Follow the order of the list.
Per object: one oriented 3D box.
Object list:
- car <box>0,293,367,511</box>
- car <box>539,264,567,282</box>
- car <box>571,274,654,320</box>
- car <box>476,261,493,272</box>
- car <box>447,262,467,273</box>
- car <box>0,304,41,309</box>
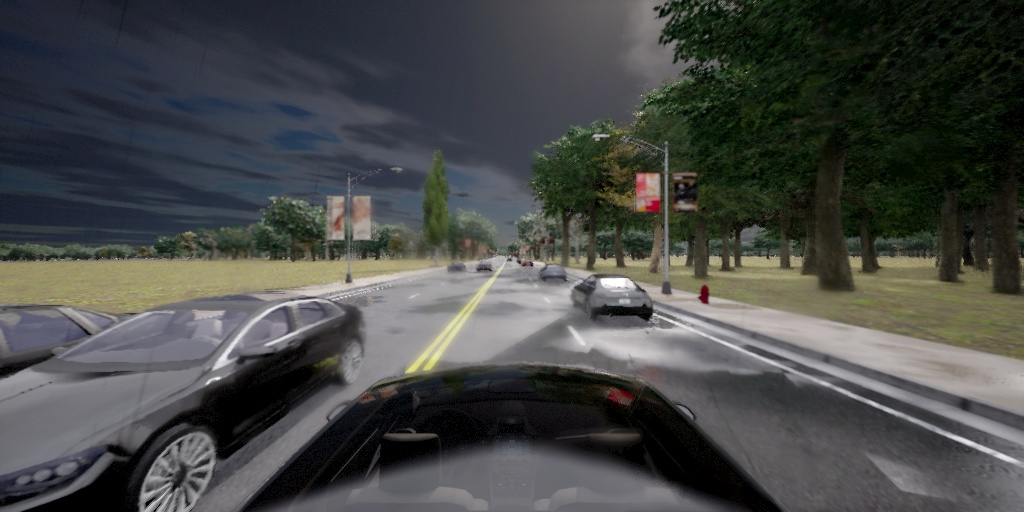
[{"bbox_3d":[-3.350,1.242,4.131,2.128,1.511,4.902,0,0,0],"label":"car"},{"bbox_3d":[3.312,1.315,29.343,1.994,1.385,4.181,0,0,0],"label":"car"},{"bbox_3d":[3.343,1.314,12.648,1.994,1.385,4.181,0,0,0],"label":"car"},{"bbox_3d":[-3.430,1.308,45.390,2.033,1.411,5.357,0,0,0],"label":"car"},{"bbox_3d":[-6.675,1.360,43.631,1.895,1.301,4.718,0,0,0],"label":"car"},{"bbox_3d":[-6.602,1.298,3.969,2.033,1.411,5.357,0,0,0],"label":"car"}]
